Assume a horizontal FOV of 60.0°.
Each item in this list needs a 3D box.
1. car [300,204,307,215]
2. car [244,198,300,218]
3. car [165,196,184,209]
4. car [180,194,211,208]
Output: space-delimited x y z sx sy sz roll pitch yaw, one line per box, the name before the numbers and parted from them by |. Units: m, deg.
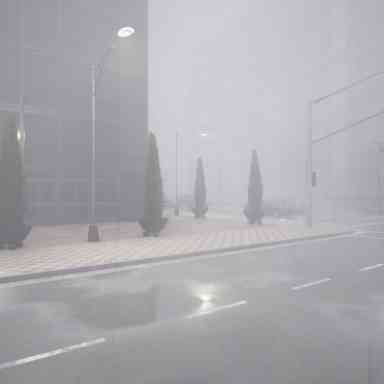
car | 9.506 1.407 33.469 2.097 1.767 4.553 0 0 -36
car | 7.063 1.533 30.877 1.882 1.535 5.008 0 0 -36
car | -3.738 1.602 45.693 2.033 1.411 5.357 0 0 -36
car | 0.255 1.275 46.156 2.150 2.045 5.566 0 0 -36
